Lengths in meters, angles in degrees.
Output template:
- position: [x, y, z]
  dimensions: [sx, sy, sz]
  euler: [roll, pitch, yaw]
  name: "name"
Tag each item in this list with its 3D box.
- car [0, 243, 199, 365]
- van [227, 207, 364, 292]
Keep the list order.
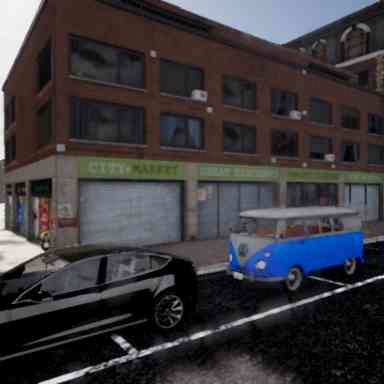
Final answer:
- position: [-1.872, 1.558, 5.226]
  dimensions: [4.313, 1.339, 1.947]
  euler: [0, 0, -36]
  name: "car"
- position: [2.726, 1.301, 8.506]
  dimensions: [3.998, 1.788, 1.690]
  euler: [0, 0, -36]
  name: "van"
